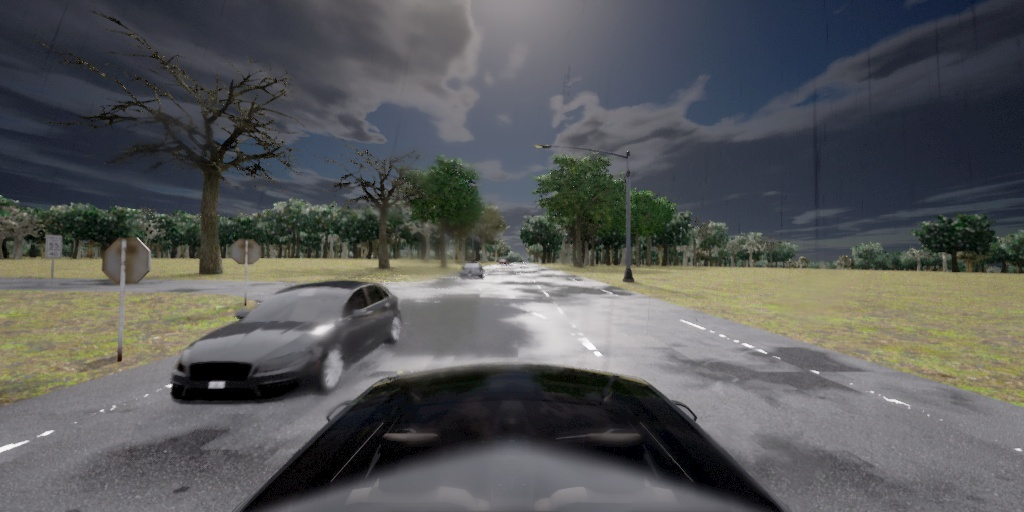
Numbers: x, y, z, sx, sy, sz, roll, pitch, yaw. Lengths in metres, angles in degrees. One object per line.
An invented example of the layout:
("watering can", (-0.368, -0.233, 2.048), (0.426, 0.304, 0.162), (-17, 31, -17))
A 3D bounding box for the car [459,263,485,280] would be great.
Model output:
("car", (-3.494, 1.314, 32.176), (1.812, 1.442, 4.674), (0, 0, 0))

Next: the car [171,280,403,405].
("car", (-3.496, 1.263, 6.673), (1.837, 1.490, 4.892), (0, 0, 0))
